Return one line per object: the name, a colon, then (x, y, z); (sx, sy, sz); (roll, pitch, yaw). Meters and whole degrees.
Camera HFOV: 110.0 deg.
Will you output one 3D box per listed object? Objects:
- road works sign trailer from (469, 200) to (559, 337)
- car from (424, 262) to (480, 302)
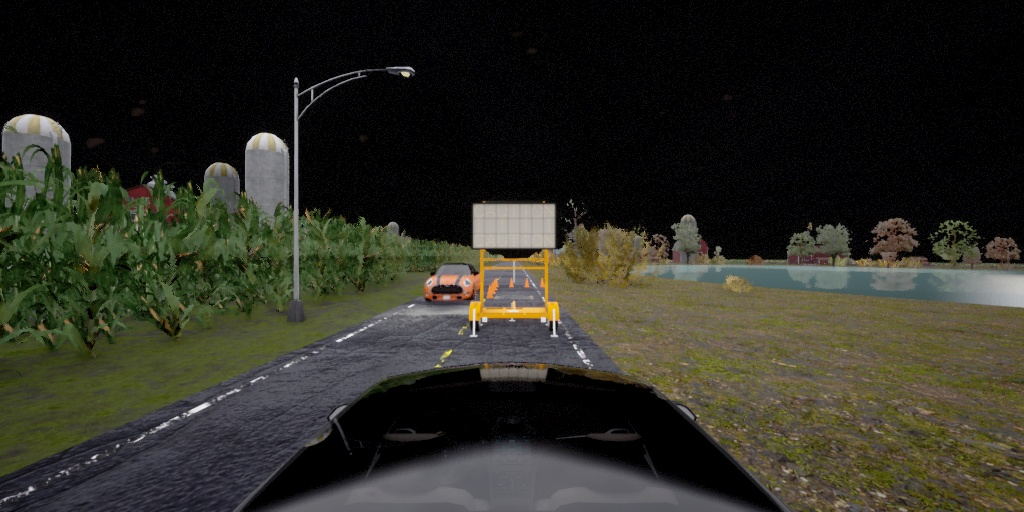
road works sign trailer: (0.061, 0.217, 10.274); (2.380, 3.560, 2.880); (0, 0, 0)
car: (-2.650, 1.111, 16.881); (2.097, 1.767, 4.553); (0, 0, 0)
